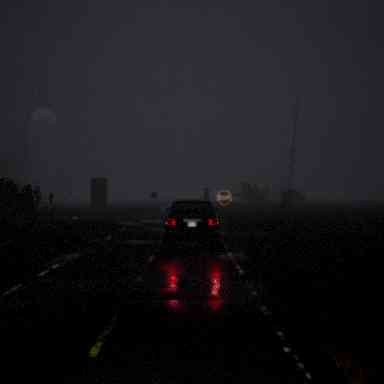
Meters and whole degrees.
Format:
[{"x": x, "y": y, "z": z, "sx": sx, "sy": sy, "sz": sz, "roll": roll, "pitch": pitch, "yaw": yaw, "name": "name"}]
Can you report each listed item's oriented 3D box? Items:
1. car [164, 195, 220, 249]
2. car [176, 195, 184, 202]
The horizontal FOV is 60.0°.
[{"x": 0.000, "y": 1.264, "z": 14.683, "sx": 2.150, "sy": 2.045, "sz": 5.566, "roll": 0, "pitch": 0, "yaw": 0, "name": "car"}, {"x": -2.751, "y": 1.561, "z": 78.550, "sx": 1.837, "sy": 1.490, "sz": 4.892, "roll": 0, "pitch": 0, "yaw": 0, "name": "car"}]
